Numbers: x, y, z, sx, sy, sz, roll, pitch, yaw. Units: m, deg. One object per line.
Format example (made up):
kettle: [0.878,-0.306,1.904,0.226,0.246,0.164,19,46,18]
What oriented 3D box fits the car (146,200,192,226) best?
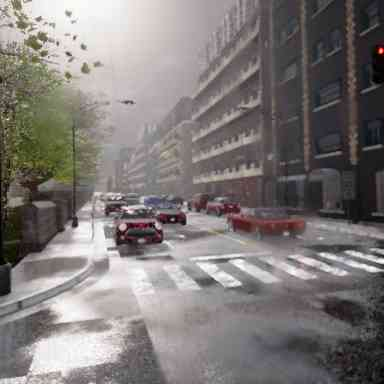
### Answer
car: [-1.686,1.437,21.516,1.994,1.385,4.181,-1,1,-16]

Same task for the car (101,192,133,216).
car: [-7.047,1.194,30.930,2.192,1.841,5.009,0,0,-16]

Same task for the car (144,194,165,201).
car: [-5.534,1.190,46.508,1.882,1.535,5.008,-1,1,-15]

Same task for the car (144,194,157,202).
car: [-8.116,1.111,65.261,1.752,1.417,4.829,0,0,-16]

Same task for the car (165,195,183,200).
car: [-2.468,1.159,47.048,1.837,1.490,4.892,-1,1,-16]

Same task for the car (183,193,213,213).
car: [1.011,1.036,33.224,2.192,1.841,5.009,0,0,-16]

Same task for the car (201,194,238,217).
car: [2.524,1.183,27.913,1.967,1.590,4.097,0,0,-16]

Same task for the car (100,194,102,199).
car: [-16.128,1.296,62.803,2.008,1.369,4.403,0,0,-16]

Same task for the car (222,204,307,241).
car: [3.311,1.438,15.957,1.895,1.301,4.718,-1,1,-16]

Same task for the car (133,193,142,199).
car: [-14.124,1.063,86.345,1.947,1.339,4.313,0,0,-16]

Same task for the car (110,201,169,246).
car: [-2.507,1.386,14.994,1.967,1.590,4.097,0,0,-16]

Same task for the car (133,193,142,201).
car: [-8.166,1.127,44.410,2.097,1.767,4.553,-1,1,-15]

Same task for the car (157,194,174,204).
car: [-4.384,1.152,53.782,1.812,1.442,4.674,-1,1,-16]

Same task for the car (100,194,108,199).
car: [-23.695,1.199,89.363,1.947,1.339,4.313,0,0,-16]
